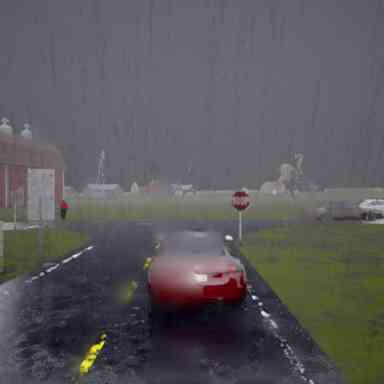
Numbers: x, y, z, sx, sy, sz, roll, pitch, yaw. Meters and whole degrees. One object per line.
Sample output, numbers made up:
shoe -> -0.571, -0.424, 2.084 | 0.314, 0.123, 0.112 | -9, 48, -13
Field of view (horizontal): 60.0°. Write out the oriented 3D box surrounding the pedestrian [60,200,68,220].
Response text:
pedestrian -> -11.261, 1.542, 29.096 | 0.375, 1.860, 0.375 | 0, 0, 4

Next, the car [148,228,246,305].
car -> 0.089, 1.580, 8.211 | 1.994, 1.385, 4.181 | 0, 0, -1

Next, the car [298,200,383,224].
car -> 10.201, 1.384, 22.974 | 5.357, 1.411, 2.033 | -1, -1, -2
